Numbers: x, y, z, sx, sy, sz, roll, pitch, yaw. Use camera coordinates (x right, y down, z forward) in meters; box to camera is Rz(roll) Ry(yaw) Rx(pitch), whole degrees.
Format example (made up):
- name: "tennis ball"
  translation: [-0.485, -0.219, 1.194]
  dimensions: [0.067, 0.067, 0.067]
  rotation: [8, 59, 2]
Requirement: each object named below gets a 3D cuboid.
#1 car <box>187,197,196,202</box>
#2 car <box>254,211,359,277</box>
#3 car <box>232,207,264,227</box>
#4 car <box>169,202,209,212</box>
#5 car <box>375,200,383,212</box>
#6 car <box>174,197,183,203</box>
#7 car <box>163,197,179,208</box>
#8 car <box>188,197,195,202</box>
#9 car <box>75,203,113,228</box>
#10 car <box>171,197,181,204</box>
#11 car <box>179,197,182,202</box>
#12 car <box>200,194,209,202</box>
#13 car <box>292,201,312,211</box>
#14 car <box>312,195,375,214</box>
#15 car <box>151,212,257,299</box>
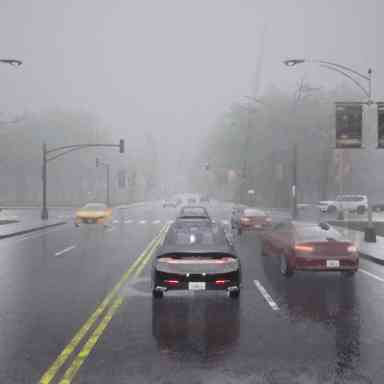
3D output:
- name: "car"
  translation: [-0.107, 1.893, 82.514]
  dimensions: [1.882, 1.535, 5.008]
  rotation: [0, -1, 0]
- name: "car"
  translation: [3.333, 1.533, 10.189]
  dimensions: [1.812, 1.442, 4.674]
  rotation: [0, 0, 0]
- name: "car"
  translation: [3.336, 1.555, 18.997]
  dimensions: [1.812, 1.442, 4.674]
  rotation: [0, 0, 1]
- name: "car"
  translation: [0.078, 1.517, 17.879]
  dimensions: [2.128, 1.511, 4.902]
  rotation: [0, 0, 0]
- name: "car"
  translation: [23.945, 1.695, 40.874]
  dimensions: [5.008, 1.535, 1.882]
  rotation: [0, 0, 0]
- name: "car"
  translation: [-3.357, 1.946, 81.766]
  dimensions: [2.033, 1.411, 5.357]
  rotation: [0, -1, 0]
- name: "car"
  translation: [-3.411, 1.760, 52.026]
  dimensions: [1.895, 1.301, 4.718]
  rotation: [0, 0, 0]
- name: "car"
  translation: [-0.122, 1.965, 92.967]
  dimensions: [1.994, 1.385, 4.181]
  rotation: [0, -1, 0]
- name: "car"
  translation: [-6.558, 1.520, 22.803]
  dimensions: [1.882, 1.535, 5.008]
  rotation: [1, 0, -7]
- name: "car"
  translation: [-3.344, 1.851, 71.289]
  dimensions: [1.994, 1.385, 4.181]
  rotation: [0, -1, 0]
- name: "car"
  translation: [-3.396, 1.706, 61.378]
  dimensions: [2.128, 1.511, 4.902]
  rotation: [0, 0, 1]
- name: "car"
  translation: [3.143, 1.642, 82.584]
  dimensions: [2.150, 2.045, 5.566]
  rotation: [0, -1, 0]
- name: "car"
  translation: [14.813, 1.772, 40.790]
  dimensions: [4.718, 1.301, 1.895]
  rotation: [0, 0, 0]
- name: "car"
  translation: [17.058, 1.399, 37.567]
  dimensions: [5.566, 2.045, 2.150]
  rotation: [0, 0, -1]
- name: "car"
  translation: [0.089, 1.496, 8.471]
  dimensions: [2.128, 1.511, 4.902]
  rotation: [0, 0, 0]
